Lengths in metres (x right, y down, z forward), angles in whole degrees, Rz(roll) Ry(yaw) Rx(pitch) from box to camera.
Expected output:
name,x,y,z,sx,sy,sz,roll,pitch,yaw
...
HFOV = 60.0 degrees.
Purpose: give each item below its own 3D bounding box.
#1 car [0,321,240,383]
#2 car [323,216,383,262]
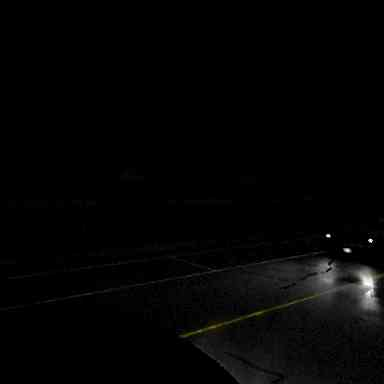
name,x,y,z,sx,sy,sz,roll,pitch,yaw
car,-2.113,1.547,1.803,5.357,1.411,2.033,0,0,-36
car,6.881,1.597,12.157,4.718,1.301,1.895,0,0,-35
